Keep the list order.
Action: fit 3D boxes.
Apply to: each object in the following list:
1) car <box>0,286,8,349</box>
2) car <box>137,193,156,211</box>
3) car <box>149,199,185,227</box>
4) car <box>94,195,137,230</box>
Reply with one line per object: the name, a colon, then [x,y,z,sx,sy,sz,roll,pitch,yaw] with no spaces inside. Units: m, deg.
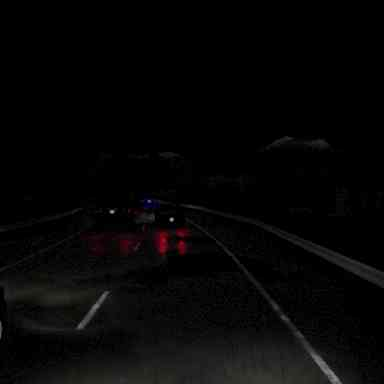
car: [-3.493,1.478,2.686,1.882,1.535,5.008,0,0,-1]
car: [-5.616,1.190,40.351,2.150,2.045,5.566,0,0,-17]
car: [-1.607,1.473,22.774,2.128,1.511,4.902,0,0,-9]
car: [-4.855,1.206,21.270,2.150,2.045,5.566,0,0,-8]
